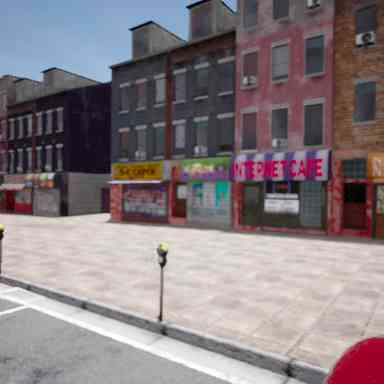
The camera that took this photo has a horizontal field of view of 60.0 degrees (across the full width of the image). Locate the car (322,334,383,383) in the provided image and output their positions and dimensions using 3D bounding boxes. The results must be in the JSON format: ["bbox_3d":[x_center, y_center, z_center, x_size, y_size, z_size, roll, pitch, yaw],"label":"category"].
[{"bbox_3d":[2.822,1.314,0.776,5.009,1.841,2.192,0,1,36],"label":"car"}]
